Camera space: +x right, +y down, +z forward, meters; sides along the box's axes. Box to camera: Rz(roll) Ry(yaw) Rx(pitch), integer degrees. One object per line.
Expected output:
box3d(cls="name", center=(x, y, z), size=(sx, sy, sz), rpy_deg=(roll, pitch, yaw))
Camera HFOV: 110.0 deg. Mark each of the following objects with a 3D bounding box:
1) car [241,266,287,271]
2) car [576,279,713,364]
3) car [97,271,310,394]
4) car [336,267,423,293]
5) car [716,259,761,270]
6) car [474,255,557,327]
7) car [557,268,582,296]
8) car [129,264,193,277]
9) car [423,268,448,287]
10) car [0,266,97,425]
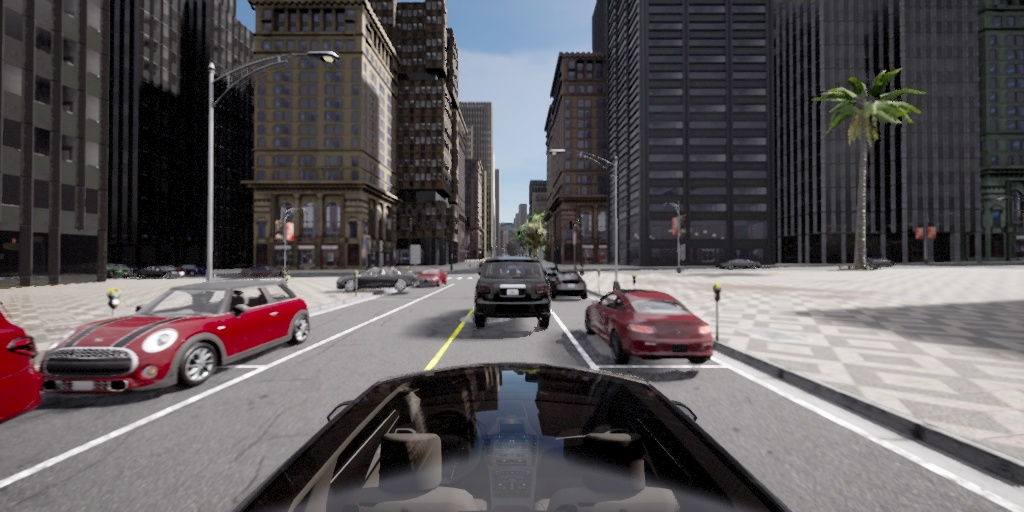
box3d(cls="car", center=(-31.567, 1.956, 45.717), size=(5.357, 1.411, 2.033), rpy_deg=(-1, -1, 0))
box3d(cls="car", center=(2.760, 1.383, 7.967), size=(1.802, 1.307, 4.207), rpy_deg=(0, 0, 0))
box3d(cls="car", center=(-5.764, 1.232, 6.806), size=(1.967, 1.591, 4.097), rpy_deg=(0, 0, 0))
box3d(cls="car", center=(-7.498, 1.277, 20.218), size=(4.403, 1.370, 2.007), rpy_deg=(0, 0, -9))
box3d(cls="car", center=(30.918, 1.140, 49.010), size=(5.357, 1.411, 2.033), rpy_deg=(-1, -1, 0))
box3d(cls="car", center=(0.007, 1.052, 11.943), size=(2.150, 2.045, 5.566), rpy_deg=(0, 0, 0))
box3d(cls="car", center=(2.756, 1.445, 18.769), size=(1.948, 1.339, 4.313), rpy_deg=(0, 0, 0))
box3d(cls="car", center=(-41.549, 1.979, 42.509), size=(4.902, 1.511, 2.128), rpy_deg=(-1, -1, 0))
box3d(cls="car", center=(-5.772, 1.508, 26.136), size=(1.802, 1.307, 4.207), rpy_deg=(0, 0, 0))
box3d(cls="car", center=(-5.762, 1.063, 1.504), size=(2.192, 1.841, 5.009), rpy_deg=(0, 0, 0))
